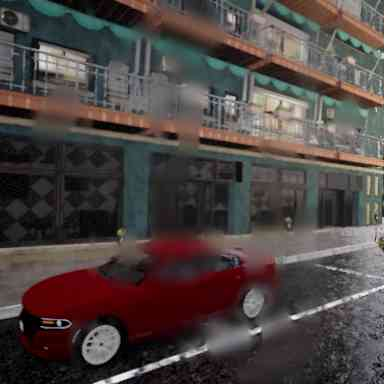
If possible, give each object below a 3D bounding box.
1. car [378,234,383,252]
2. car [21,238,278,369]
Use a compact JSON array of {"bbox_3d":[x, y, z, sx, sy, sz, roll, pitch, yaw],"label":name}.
[{"bbox_3d":[8.643,1.518,12.230,4.829,1.417,1.752,0,2,-35],"label":"car"},{"bbox_3d":[-0.441,1.543,5.753,4.507,1.381,1.887,0,2,-35],"label":"car"}]
